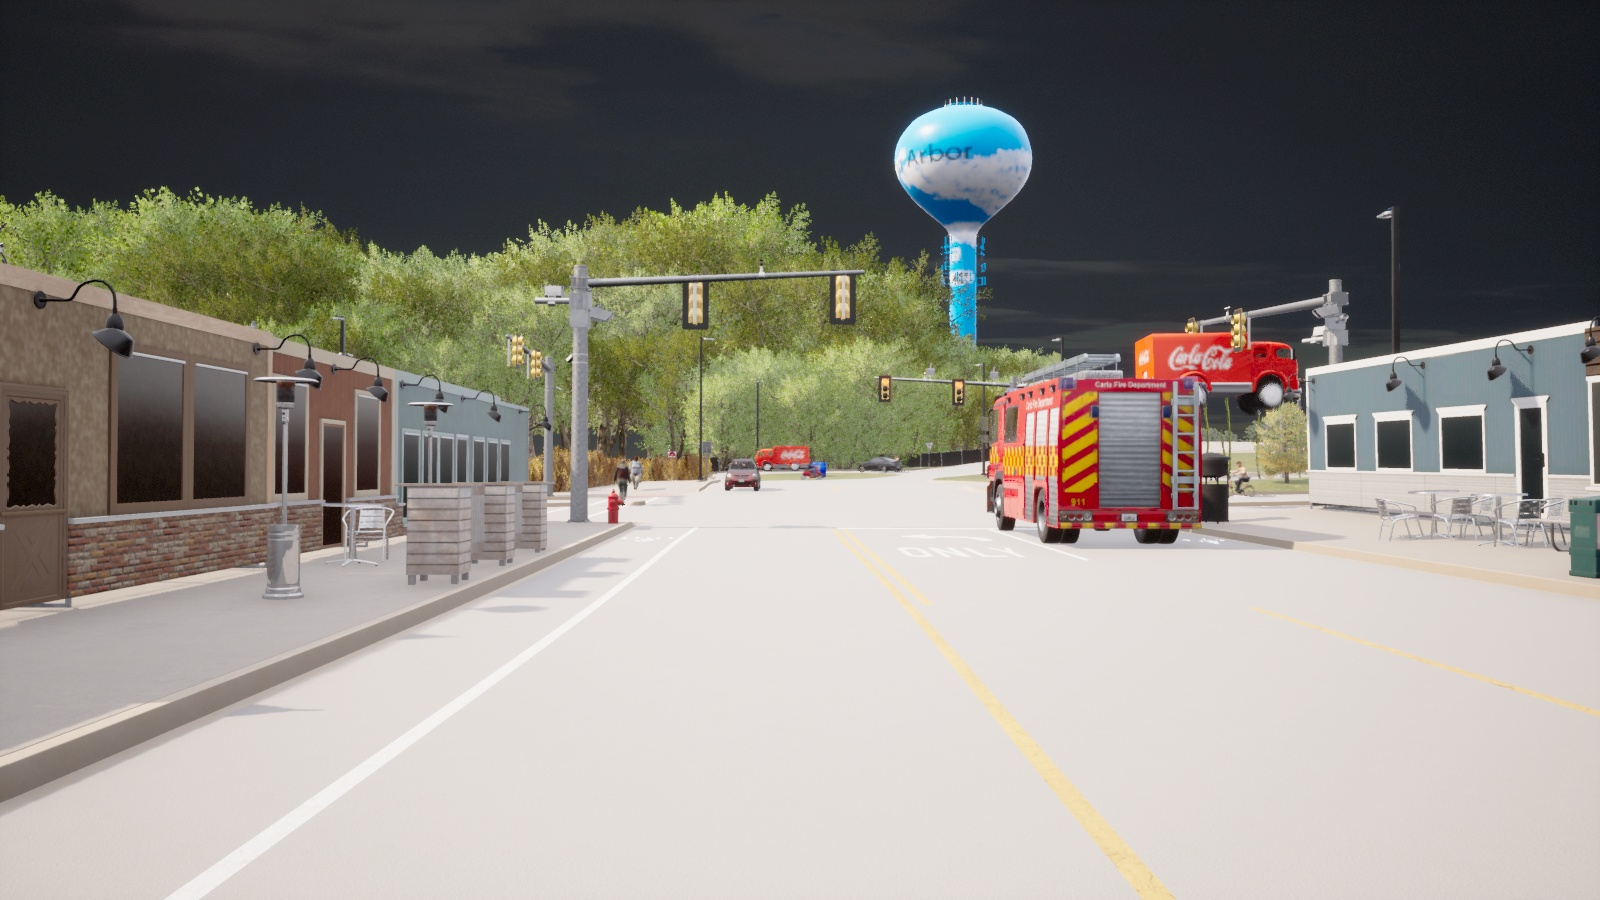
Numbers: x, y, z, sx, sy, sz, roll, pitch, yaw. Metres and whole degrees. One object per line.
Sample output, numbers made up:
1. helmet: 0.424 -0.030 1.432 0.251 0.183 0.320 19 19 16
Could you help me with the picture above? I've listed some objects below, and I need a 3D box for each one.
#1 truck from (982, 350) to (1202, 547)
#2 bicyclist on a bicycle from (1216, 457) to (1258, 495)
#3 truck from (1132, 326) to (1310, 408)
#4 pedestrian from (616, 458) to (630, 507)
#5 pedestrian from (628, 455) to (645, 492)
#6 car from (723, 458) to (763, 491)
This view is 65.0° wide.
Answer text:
1. truck: 6.313 0.008 28.718 2.891 3.827 8.468 0 -1 -1
2. bicyclist on a bicycle: 19.222 1.148 55.280 1.509 1.612 0.866 -2 1 -5
3. truck: 14.476 -2.842 43.500 5.204 2.467 2.627 -1 -3 0
4. pedestrian: -6.711 1.233 47.652 0.376 1.854 0.720 0 -1 3
5. pedestrian: -8.328 1.207 63.876 0.874 1.855 0.900 0 -1 -8
6. car: -2.920 1.247 64.968 1.851 1.617 3.988 0 1 0
